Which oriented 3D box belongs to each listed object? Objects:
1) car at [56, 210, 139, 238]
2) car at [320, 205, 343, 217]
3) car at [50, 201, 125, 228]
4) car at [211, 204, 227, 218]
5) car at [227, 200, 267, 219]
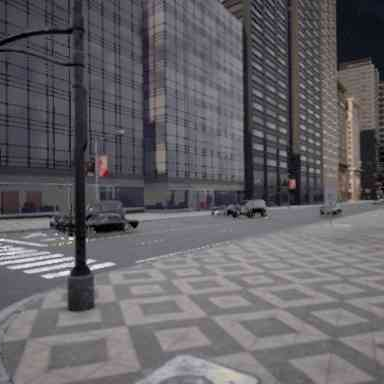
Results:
[{"bbox_3d":[-5.602,2.009,20.681,1.895,1.301,4.718,-1,-1,36],"label":"car"},{"bbox_3d":[17.161,2.194,40.944,2.128,1.511,4.902,-1,-1,36],"label":"car"},{"bbox_3d":[-7.270,1.696,23.945,2.150,2.045,5.566,-1,0,36],"label":"car"},{"bbox_3d":[4.134,2.234,39.712,2.128,1.511,4.902,-1,-1,36],"label":"car"},{"bbox_3d":[6.507,1.907,37.460,2.150,2.045,5.566,-1,-1,36],"label":"car"}]
